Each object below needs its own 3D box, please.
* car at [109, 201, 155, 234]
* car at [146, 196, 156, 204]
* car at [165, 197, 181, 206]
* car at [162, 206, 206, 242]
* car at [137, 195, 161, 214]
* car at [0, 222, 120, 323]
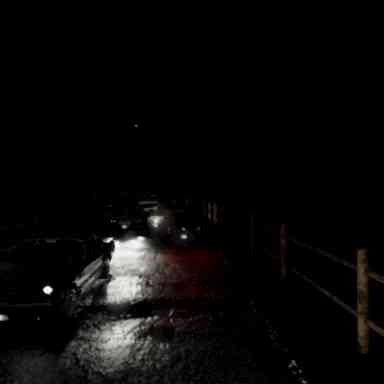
[{"bbox_3d":[-3.558,1.510,19.368,2.128,1.511,4.902,0,0,-3],"label":"car"},{"bbox_3d":[-8.738,1.603,70.543,1.882,1.535,5.008,0,0,-8],"label":"car"},{"bbox_3d":[-2.618,1.398,44.908,2.097,1.767,4.553,0,0,-6],"label":"car"},{"bbox_3d":[-0.450,1.607,16.394,1.895,1.301,4.718,0,0,-3],"label":"car"},{"bbox_3d":[-4.532,1.293,35.198,2.150,2.045,5.566,0,0,-5],"label":"car"},{"bbox_3d":[-3.043,1.614,7.298,1.895,1.301,4.718,0,0,-2],"label":"car"}]
